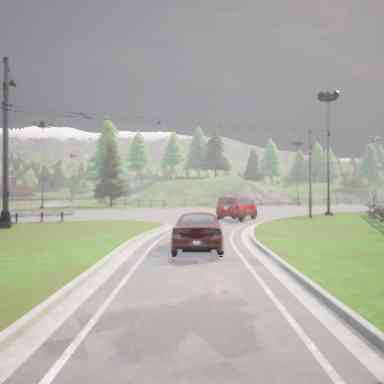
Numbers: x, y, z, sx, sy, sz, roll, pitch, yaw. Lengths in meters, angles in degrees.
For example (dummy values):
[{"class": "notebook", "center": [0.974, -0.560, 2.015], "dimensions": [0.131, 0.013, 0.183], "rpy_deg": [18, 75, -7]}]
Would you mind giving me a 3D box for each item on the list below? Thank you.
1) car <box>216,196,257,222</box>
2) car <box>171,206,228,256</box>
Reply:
[{"class": "car", "center": [3.819, 1.355, 28.052], "dimensions": [2.150, 2.045, 5.566], "rpy_deg": [0, 0, 27]}, {"class": "car", "center": [0.278, 1.541, 13.468], "dimensions": [1.882, 1.535, 5.008], "rpy_deg": [0, 0, 3]}]
